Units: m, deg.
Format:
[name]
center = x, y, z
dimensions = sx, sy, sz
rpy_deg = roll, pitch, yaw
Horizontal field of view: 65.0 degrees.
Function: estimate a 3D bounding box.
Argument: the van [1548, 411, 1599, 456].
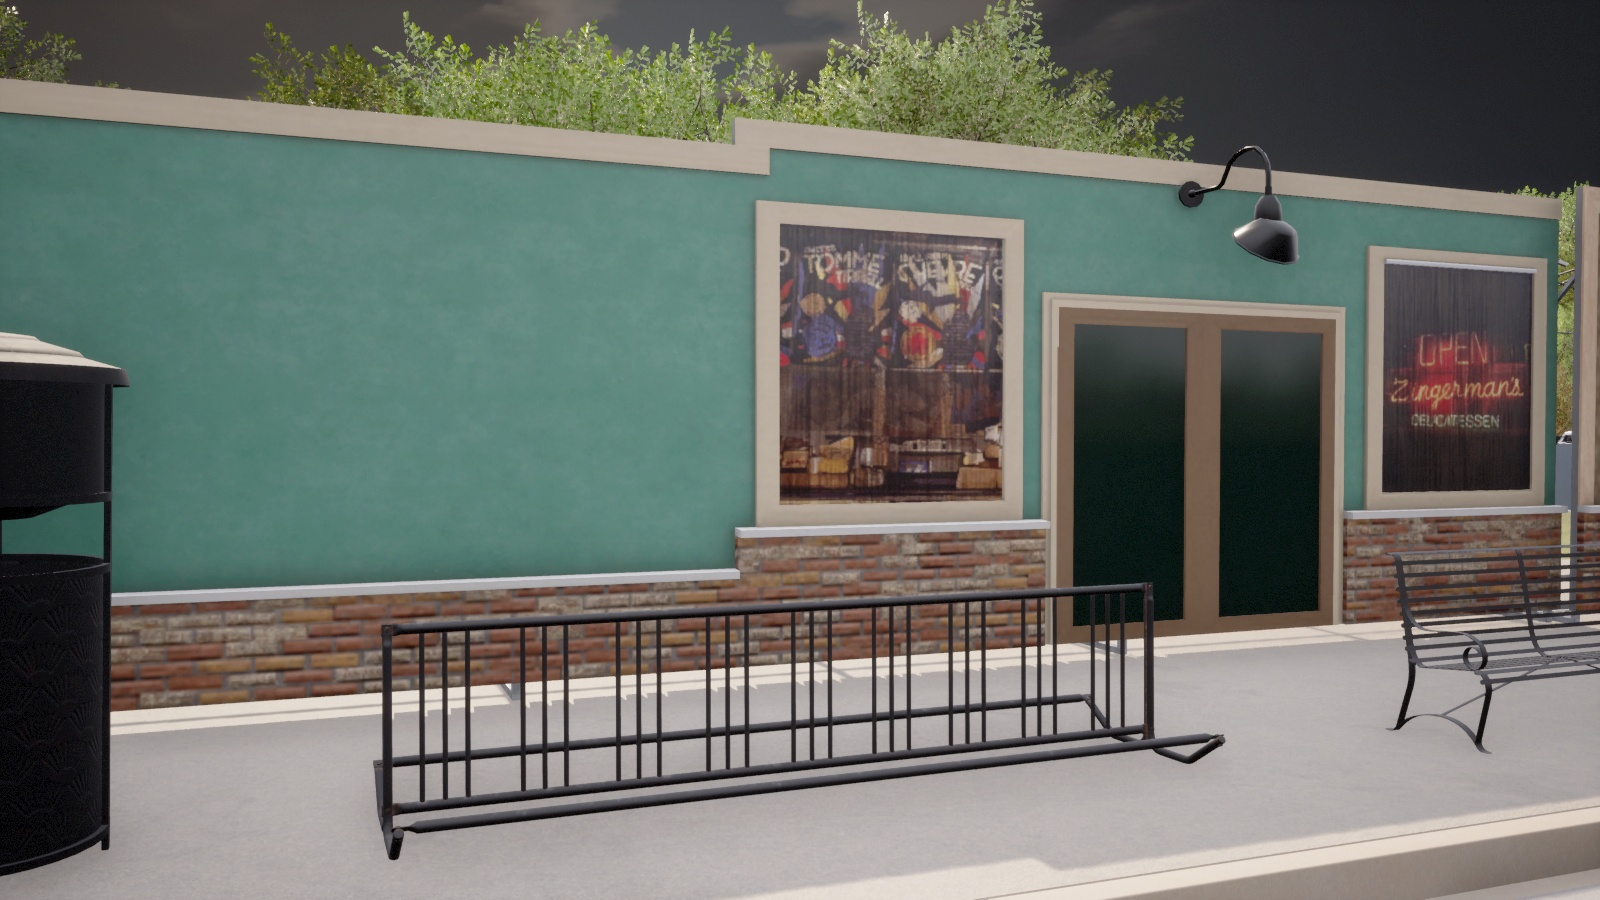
[van]
center = 37.948, -0.840, 58.997
dimensions = 4.480, 2.038, 2.069
rpy_deg = -2, 1, 40
